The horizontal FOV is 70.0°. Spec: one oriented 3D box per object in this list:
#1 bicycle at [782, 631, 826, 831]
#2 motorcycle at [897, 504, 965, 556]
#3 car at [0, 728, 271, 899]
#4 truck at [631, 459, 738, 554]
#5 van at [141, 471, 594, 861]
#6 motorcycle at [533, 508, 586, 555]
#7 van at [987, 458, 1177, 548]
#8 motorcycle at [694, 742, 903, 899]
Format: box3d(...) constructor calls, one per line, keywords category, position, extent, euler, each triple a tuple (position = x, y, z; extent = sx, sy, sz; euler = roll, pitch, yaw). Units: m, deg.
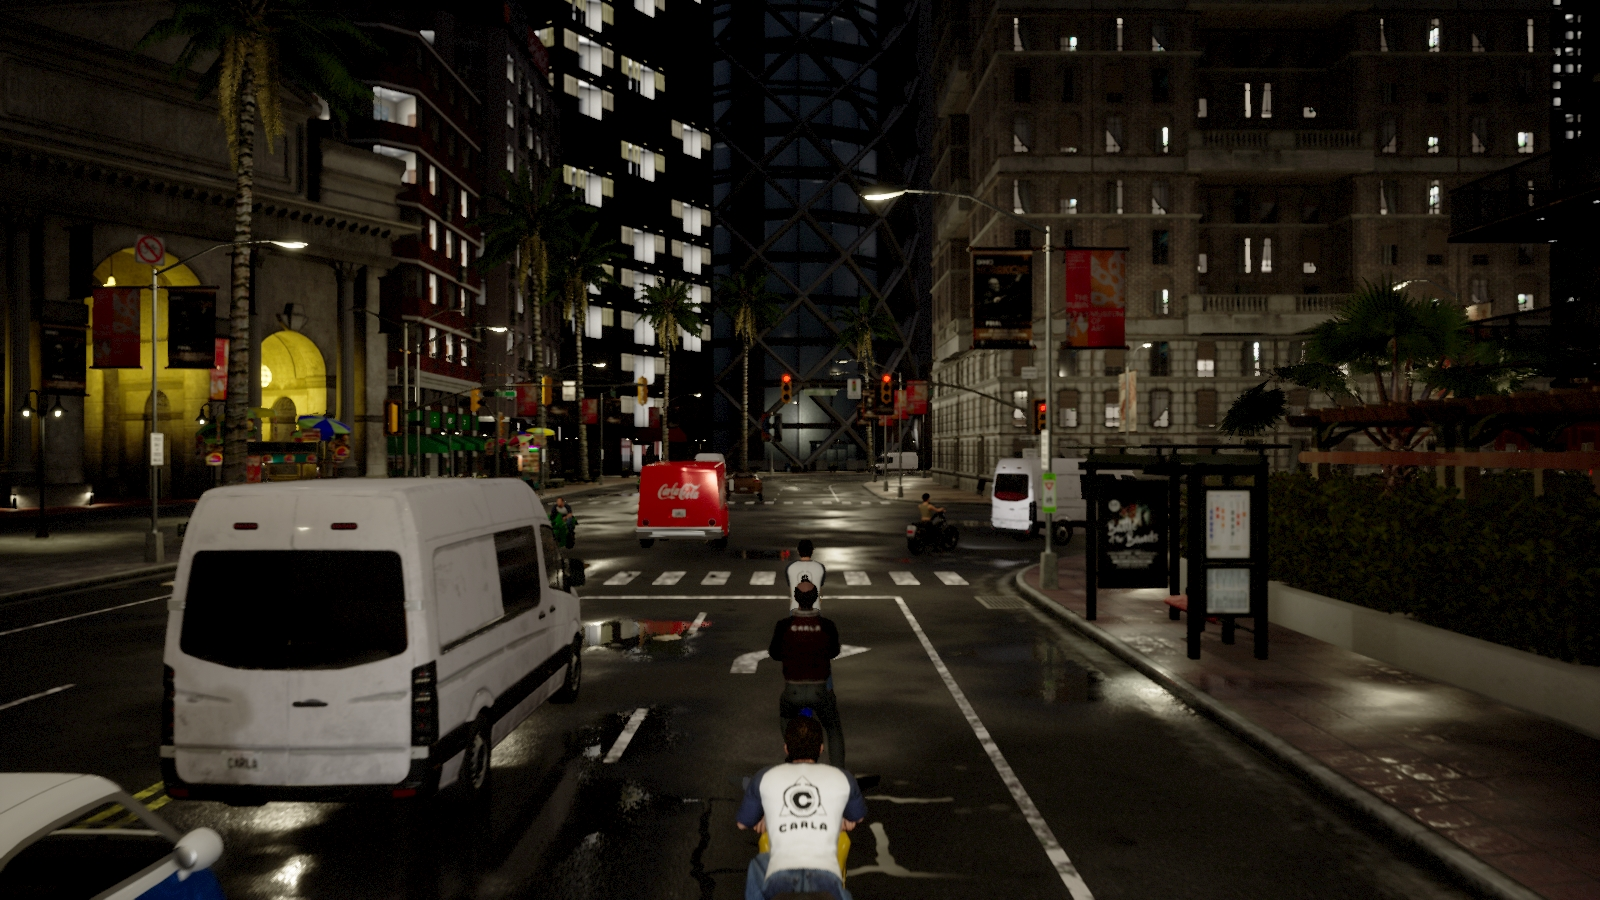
box3d(category="bicycle", position=(0.033, 2.210, 9.310), extent=(0.329, 1.171, 1.835), euler=(0, 0, 0))
box3d(category="motorcycle", position=(3.638, 2.170, 31.444), extent=(0.764, 1.277, 2.356), euler=(0, 0, 37))
box3d(category="car", position=(-3.472, 2.121, 4.785), extent=(1.481, 1.376, 2.207), euler=(0, 0, 0))
box3d(category="truck", position=(-3.321, 1.584, 34.015), extent=(2.627, 2.467, 5.204), euler=(0, 1, 0))
box3d(category="van", position=(-3.497, 1.534, 10.790), extent=(1.988, 2.561, 5.915), euler=(0, 0, 1))
box3d(category="motorcycle", position=(-6.562, 2.213, 31.279), extent=(0.803, 1.145, 2.033), euler=(0, 0, 7))
box3d(category="van", position=(8.708, 1.534, 35.099), extent=(5.915, 2.561, 1.988), euler=(0, 0, -29))
box3d(category="motorcycle", position=(-0.002, 2.213, 5.394), extent=(0.803, 1.145, 2.033), euler=(0, 0, 0))
